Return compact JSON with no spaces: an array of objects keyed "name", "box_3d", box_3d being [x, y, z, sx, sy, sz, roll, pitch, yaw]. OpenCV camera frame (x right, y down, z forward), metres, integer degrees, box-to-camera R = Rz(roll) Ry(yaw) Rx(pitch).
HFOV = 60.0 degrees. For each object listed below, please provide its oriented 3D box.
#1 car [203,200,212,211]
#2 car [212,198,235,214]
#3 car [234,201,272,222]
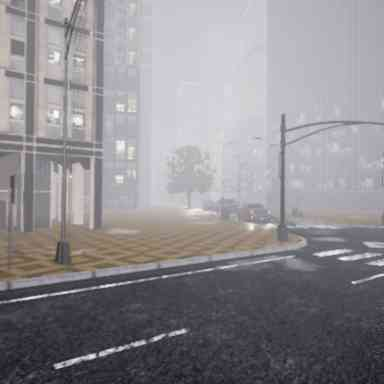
[{"name":"car","box_3d":[2.978,2.379,53.666,1.895,1.301,4.718,1,-1,-7]},{"name":"car","box_3d":[4.494,1.832,41.789,2.150,2.045,5.566,1,-1,-8]},{"name":"car","box_3d":[5.837,1.819,31.345,2.097,1.767,4.553,1,-1,-7]}]
